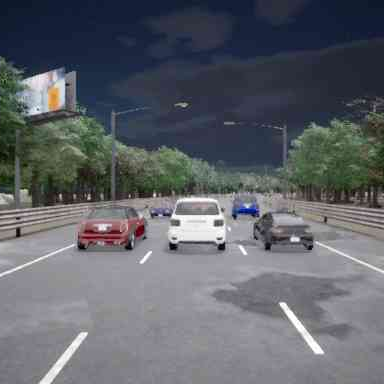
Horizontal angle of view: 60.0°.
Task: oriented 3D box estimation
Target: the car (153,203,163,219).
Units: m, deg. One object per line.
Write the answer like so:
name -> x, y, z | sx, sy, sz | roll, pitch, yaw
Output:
car -> -2.413, 1.622, 29.385 | 1.895, 1.301, 4.718 | 0, 0, 4

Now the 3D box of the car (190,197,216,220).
car -> 1.073, 1.372, 29.070 | 2.097, 1.767, 4.553 | 0, 0, 4

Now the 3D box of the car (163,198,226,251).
car -> 0.268, 1.259, 14.345 | 2.150, 2.045, 5.566 | 0, 0, 2

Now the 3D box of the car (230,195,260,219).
car -> 4.568, 1.264, 28.875 | 2.150, 2.045, 5.566 | 0, 0, 4

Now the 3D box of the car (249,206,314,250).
car -> 3.764, 1.534, 14.188 | 1.812, 1.442, 4.674 | 0, 0, 2

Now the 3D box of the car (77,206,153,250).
car -> -3.232, 1.367, 14.412 | 2.097, 1.767, 4.553 | 0, 0, 2
